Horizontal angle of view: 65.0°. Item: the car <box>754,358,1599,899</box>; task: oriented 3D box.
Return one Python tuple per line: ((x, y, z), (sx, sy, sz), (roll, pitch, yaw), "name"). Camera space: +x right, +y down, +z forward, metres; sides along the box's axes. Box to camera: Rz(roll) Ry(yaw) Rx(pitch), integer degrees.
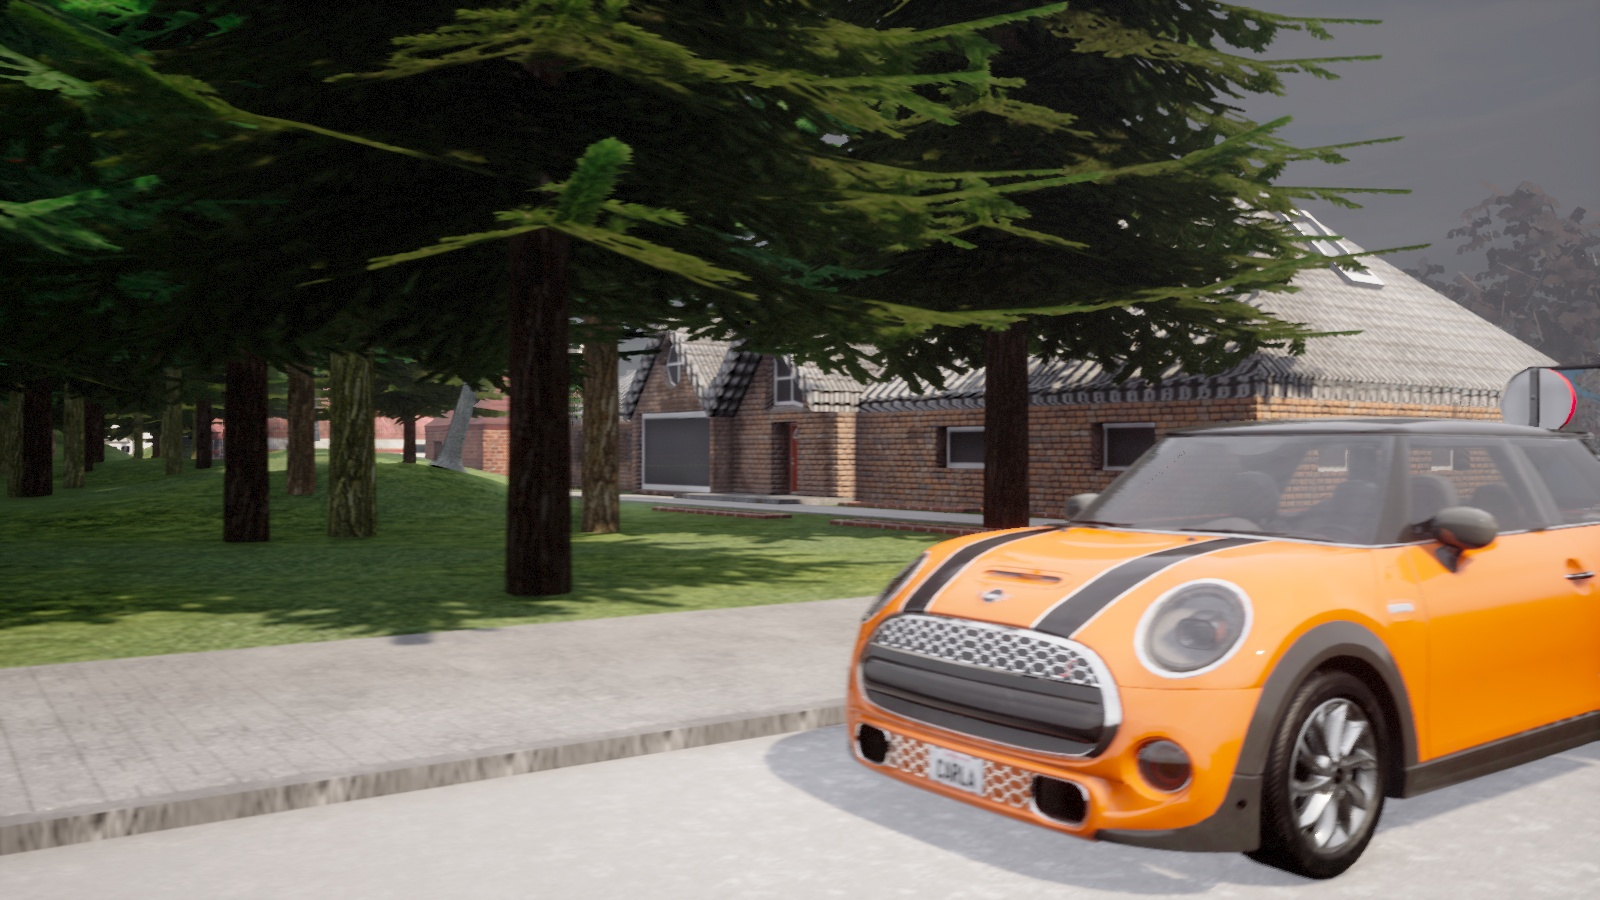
((2.263, 0.613, 5.911), (4.553, 1.767, 2.097), (0, 0, -35), "car")
